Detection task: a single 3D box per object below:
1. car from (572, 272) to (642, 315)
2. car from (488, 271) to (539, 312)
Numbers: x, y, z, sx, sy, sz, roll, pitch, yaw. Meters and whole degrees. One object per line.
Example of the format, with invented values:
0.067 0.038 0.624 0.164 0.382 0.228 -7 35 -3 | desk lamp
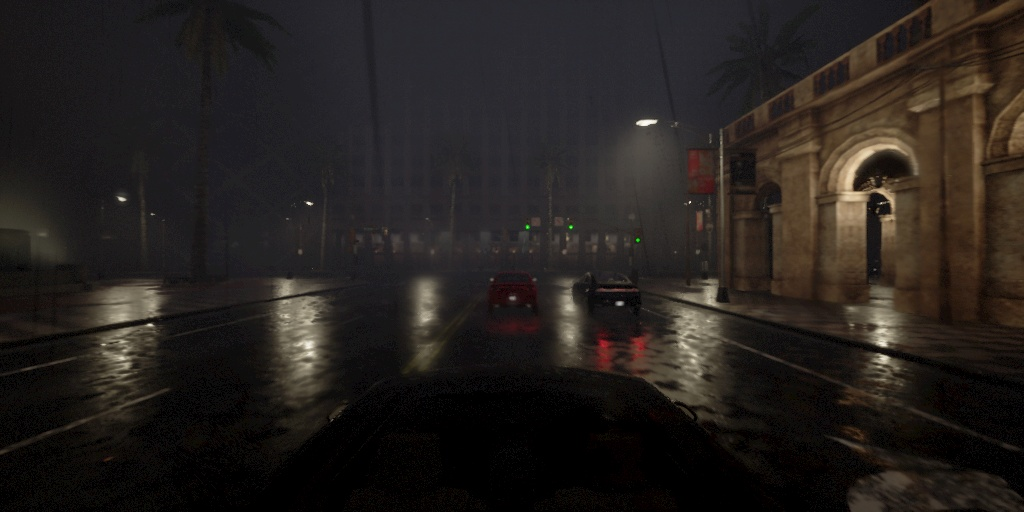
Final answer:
3.550 1.365 14.154 2.128 1.511 4.902 0 0 1 | car
0.057 1.358 15.044 1.882 1.535 5.008 0 -1 1 | car
